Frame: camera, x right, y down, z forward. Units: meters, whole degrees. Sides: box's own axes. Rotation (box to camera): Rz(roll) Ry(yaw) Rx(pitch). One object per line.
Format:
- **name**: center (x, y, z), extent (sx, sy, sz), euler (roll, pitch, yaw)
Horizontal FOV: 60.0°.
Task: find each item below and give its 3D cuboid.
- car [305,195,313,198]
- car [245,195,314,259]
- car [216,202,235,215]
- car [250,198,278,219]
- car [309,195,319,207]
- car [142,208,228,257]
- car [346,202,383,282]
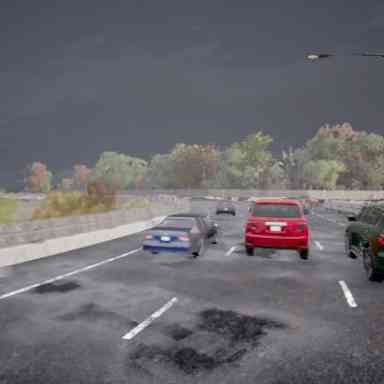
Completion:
- **car**: center (12.593, 1.605, 39.273), extent (2.097, 1.767, 4.553), euler (1, 0, 13)
- **car**: center (3.458, 1.298, 13.374), extent (2.150, 2.045, 5.566), euler (1, 0, 16)
- **car**: center (3.614, 1.718, 35.850), extent (1.994, 1.385, 4.181), euler (1, 0, 4)
- **car**: center (6.756, 1.523, 31.681), extent (2.097, 1.767, 4.553), euler (1, 0, 6)
- **car**: center (20.521, 1.617, 58.388), extent (2.150, 2.045, 5.566), euler (0, -1, 36)
- **car**: center (-0.171, 1.588, 13.305), extent (2.033, 1.411, 5.357), euler (1, 0, 16)
- **car**: center (6.054, 1.312, 9.818), extent (2.150, 2.045, 5.566), euler (1, 0, 17)
